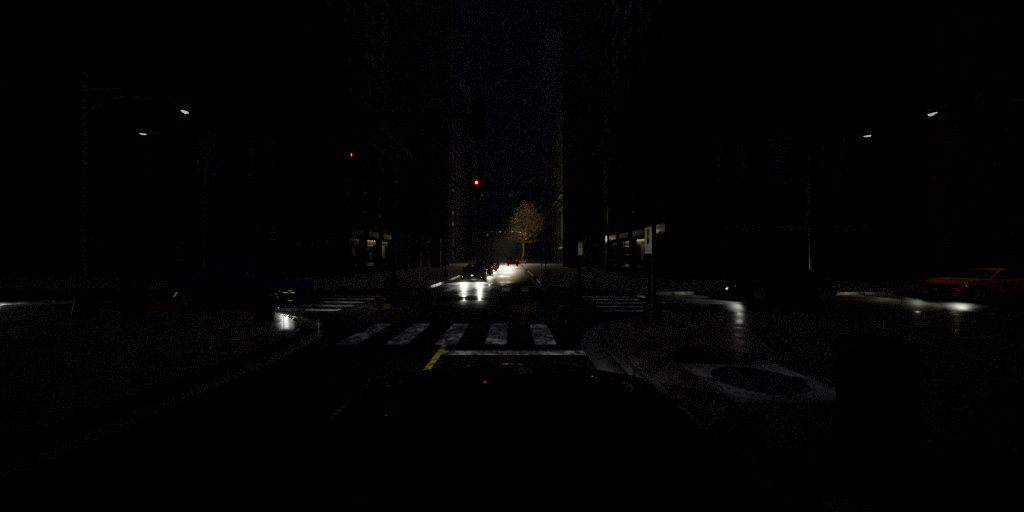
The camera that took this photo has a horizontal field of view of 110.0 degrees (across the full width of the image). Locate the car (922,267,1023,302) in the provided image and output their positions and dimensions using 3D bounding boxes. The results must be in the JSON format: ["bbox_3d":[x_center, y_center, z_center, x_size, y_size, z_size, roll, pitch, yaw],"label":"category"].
[{"bbox_3d":[22.550,1.300,16.972,5.008,1.535,1.882,0,0,0],"label":"car"}]

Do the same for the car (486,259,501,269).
[{"bbox_3d":[-3.014,1.268,58.561,2.128,1.511,4.902,0,0,0],"label":"car"}]

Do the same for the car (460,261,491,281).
[{"bbox_3d":[-3.082,1.314,29.584,1.994,1.385,4.181,0,0,0],"label":"car"}]

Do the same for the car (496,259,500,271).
[{"bbox_3d":[-3.060,1.116,48.300,2.097,1.767,4.553,0,0,0],"label":"car"}]

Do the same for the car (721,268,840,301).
[{"bbox_3d":[12.595,1.297,16.984,4.892,1.490,1.837,0,0,0],"label":"car"}]

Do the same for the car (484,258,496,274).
[{"bbox_3d":[-3.077,1.232,38.654,1.882,1.535,5.008,0,0,0],"label":"car"}]

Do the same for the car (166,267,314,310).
[{"bbox_3d":[-10.203,1.191,13.657,5.008,1.535,1.882,0,0,3],"label":"car"}]
